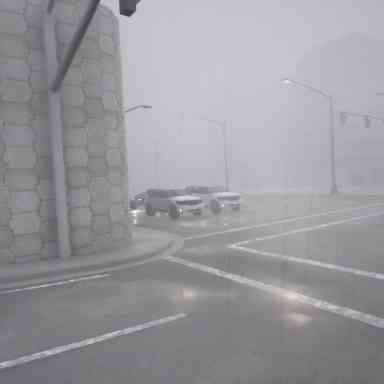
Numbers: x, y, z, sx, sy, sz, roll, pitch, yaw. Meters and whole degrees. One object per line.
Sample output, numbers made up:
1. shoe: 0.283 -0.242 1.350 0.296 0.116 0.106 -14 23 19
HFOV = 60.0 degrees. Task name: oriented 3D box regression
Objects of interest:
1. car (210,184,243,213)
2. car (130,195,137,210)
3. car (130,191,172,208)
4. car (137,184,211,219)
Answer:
1. car: 1.403 0.431 25.628 2.150 2.045 5.566 -5 3 -35
2. car: -6.861 1.005 31.318 1.994 1.385 4.181 -5 3 -35
3. car: -4.208 0.698 33.614 2.128 1.511 4.902 -5 3 -35
4. car: -1.445 0.666 23.607 2.150 2.045 5.566 -5 3 -35
